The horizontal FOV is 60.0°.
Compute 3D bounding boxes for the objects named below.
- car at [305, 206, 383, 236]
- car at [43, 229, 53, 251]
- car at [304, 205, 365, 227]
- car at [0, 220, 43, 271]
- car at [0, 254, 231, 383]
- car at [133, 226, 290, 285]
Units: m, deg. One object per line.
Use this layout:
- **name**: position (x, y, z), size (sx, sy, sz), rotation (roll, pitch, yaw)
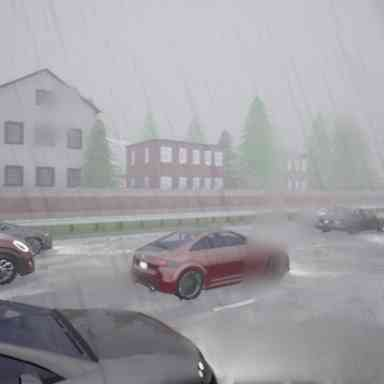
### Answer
- **car**: position (9.063, 1.599, 18.811), size (5.357, 1.411, 2.033), rotation (0, 0, -36)
- **car**: position (-7.121, 1.567, 11.566), size (4.181, 1.385, 1.994), rotation (0, 0, -36)
- **car**: position (10.358, 1.664, 24.035), size (4.718, 1.301, 1.895), rotation (0, 0, -36)
- **car**: position (-6.260, 1.351, 7.879), size (4.553, 1.767, 2.097), rotation (0, 0, -36)
- **car**: position (-1.791, 1.564, 2.467), size (4.181, 1.385, 1.994), rotation (0, 0, -36)
- **car**: position (0.568, 1.579, 8.452), size (4.181, 1.385, 1.994), rotation (0, 0, -35)
